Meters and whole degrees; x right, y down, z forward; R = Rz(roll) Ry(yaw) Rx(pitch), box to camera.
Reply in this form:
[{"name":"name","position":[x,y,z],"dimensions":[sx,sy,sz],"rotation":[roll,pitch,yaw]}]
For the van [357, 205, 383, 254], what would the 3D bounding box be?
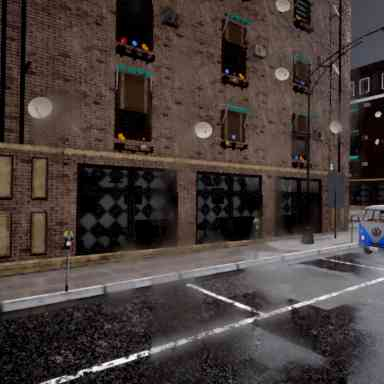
[{"name":"van","position":[7.671,1.345,12.104],"dimensions":[3.998,1.788,1.690],"rotation":[0,1,-35]}]
